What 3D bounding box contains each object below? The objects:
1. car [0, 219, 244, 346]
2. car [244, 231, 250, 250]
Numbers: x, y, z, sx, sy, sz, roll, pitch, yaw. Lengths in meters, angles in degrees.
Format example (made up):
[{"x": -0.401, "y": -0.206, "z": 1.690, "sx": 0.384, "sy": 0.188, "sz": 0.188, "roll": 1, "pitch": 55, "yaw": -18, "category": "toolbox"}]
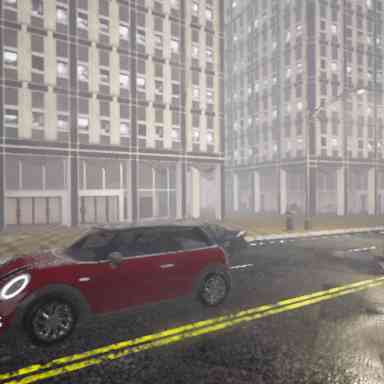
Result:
[{"x": -1.448, "y": 1.387, "z": 6.508, "sx": 4.553, "sy": 1.767, "sz": 2.097, "roll": 1, "pitch": -1, "yaw": -34, "category": "car"}, {"x": -0.513, "y": 1.624, "z": 11.106, "sx": 5.357, "sy": 1.411, "sz": 2.033, "roll": 1, "pitch": 0, "yaw": -34, "category": "car"}]
